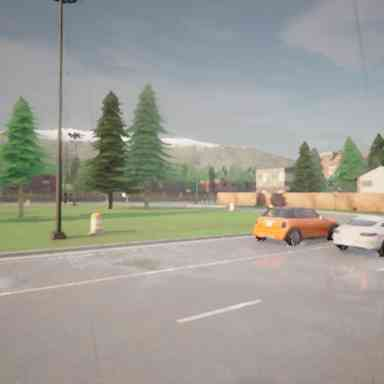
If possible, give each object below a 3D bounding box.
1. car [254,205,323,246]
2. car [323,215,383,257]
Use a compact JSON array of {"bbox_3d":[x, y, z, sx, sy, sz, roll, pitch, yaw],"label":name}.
[{"bbox_3d":[5.203,1.501,16.214,4.553,1.767,2.097,1,-1,-35],"label":"car"},{"bbox_3d":[7.653,1.680,13.601,4.674,1.442,1.812,0,0,-35],"label":"car"}]
